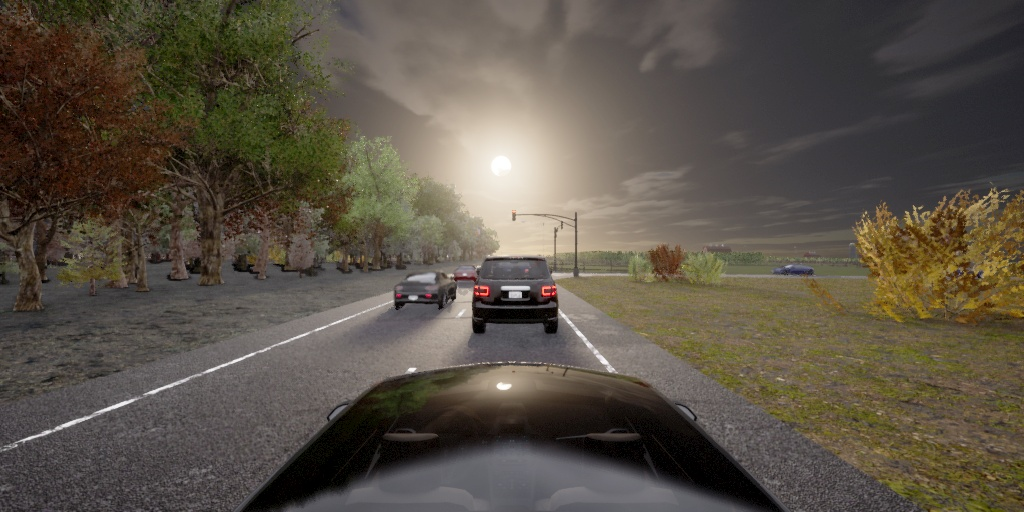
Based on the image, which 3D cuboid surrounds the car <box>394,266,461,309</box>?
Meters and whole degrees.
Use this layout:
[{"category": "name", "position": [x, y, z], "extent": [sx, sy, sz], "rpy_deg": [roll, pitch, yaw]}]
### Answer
[{"category": "car", "position": [-3.436, 1.278, 14.755], "extent": [1.812, 1.442, 4.674], "rpy_deg": [0, 0, 0]}]

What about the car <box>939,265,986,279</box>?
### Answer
[{"category": "car", "position": [50.293, 1.775, 40.462], "extent": [5.008, 1.535, 1.882], "rpy_deg": [1, -1, 1]}]

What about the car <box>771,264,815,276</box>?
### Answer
[{"category": "car", "position": [34.495, 1.711, 44.126], "extent": [4.674, 1.442, 1.812], "rpy_deg": [0, -1, 0]}]

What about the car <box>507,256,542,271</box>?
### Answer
[{"category": "car", "position": [1.637, 0.979, 50.614], "extent": [2.150, 2.045, 5.566], "rpy_deg": [-1, 1, -32]}]

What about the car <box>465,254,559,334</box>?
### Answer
[{"category": "car", "position": [0.078, 0.974, 10.813], "extent": [2.150, 2.045, 5.566], "rpy_deg": [0, 0, 0]}]

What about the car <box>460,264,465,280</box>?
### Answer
[{"category": "car", "position": [-3.458, 1.320, 28.308], "extent": [1.994, 1.385, 4.181], "rpy_deg": [0, 0, 0]}]

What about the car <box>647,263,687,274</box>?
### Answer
[{"category": "car", "position": [19.026, 1.521, 44.167], "extent": [4.892, 1.490, 1.837], "rpy_deg": [1, -1, 0]}]
